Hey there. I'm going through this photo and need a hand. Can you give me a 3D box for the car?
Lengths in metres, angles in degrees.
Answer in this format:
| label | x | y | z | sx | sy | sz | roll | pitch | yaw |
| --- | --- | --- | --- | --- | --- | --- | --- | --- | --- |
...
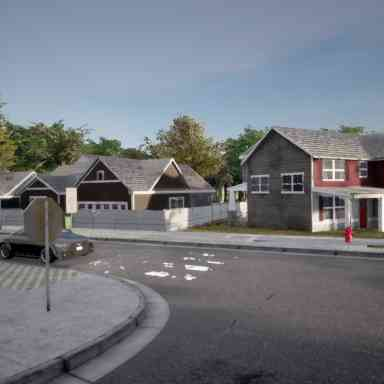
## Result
| label | x | y | z | sx | sy | sz | roll | pitch | yaw |
| --- | --- | --- | --- | --- | --- | --- | --- | --- | --- |
| car | -6.230 | 2.117 | 14.214 | 4.181 | 1.385 | 1.994 | -2 | 0 | 29 |
